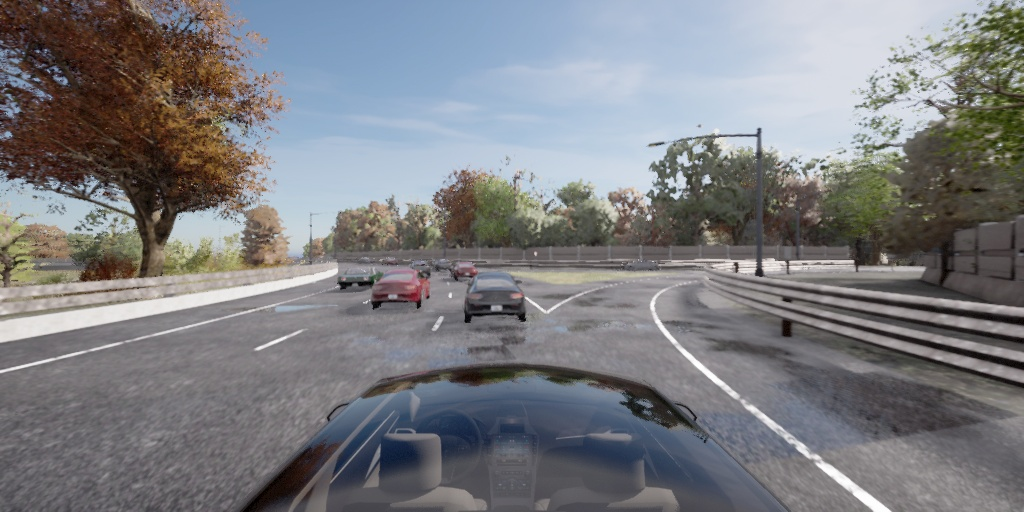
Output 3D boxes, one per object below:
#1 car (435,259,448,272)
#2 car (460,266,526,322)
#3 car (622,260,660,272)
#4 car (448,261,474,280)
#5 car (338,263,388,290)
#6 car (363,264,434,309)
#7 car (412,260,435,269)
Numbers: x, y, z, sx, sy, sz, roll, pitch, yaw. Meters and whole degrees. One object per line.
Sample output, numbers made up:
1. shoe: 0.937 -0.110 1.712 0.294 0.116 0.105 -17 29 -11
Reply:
1. car: -8.795 1.142 44.476 2.128 1.511 4.902 0 0 -22
2. car: -0.622 1.247 12.079 1.812 1.442 4.674 0 0 -5
3. car: 15.259 1.186 42.581 4.181 1.385 1.994 0 0 6
4. car: -4.015 1.205 29.796 1.812 1.442 4.674 0 0 -15
5. car: -9.247 1.317 22.342 1.895 1.301 4.718 0 0 -11
6. car: -4.465 1.250 14.835 1.812 1.442 4.674 0 0 -7
7. car: -8.995 1.170 34.999 2.128 1.511 4.902 0 0 -17
